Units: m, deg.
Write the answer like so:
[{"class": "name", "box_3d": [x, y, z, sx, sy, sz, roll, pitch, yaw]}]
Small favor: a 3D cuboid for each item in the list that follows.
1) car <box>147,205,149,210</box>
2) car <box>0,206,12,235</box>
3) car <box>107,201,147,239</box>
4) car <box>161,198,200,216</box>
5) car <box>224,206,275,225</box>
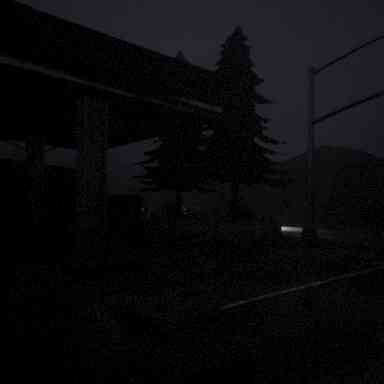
[{"class": "car", "box_3d": [-7.316, 1.643, 41.421, 2.033, 1.411, 5.357, 1, 0, -35]}, {"class": "car", "box_3d": [-11.521, 1.520, 18.573, 2.242, 1.667, 4.611, 1, 0, -36]}, {"class": "car", "box_3d": [-4.390, 1.439, 18.384, 1.905, 1.878, 3.866, 1, 0, -36]}, {"class": "car", "box_3d": [-1.176, 1.520, 32.750, 2.097, 1.767, 4.553, 1, 0, -35]}, {"class": "car", "box_3d": [4.236, 1.795, 25.106, 1.994, 1.385, 4.181, 1, 0, -35]}]
